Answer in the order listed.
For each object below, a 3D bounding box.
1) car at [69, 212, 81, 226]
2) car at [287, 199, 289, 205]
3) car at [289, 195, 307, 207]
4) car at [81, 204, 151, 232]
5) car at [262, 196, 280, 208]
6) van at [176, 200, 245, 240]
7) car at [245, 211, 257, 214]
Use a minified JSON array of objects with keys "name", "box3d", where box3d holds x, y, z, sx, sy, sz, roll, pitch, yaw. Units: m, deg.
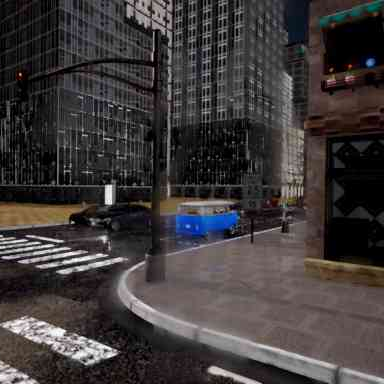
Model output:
[{"name":"car","box3d":[-5.933,1.467,21.864,1.947,1.339,4.313,1,1,36]},{"name":"car","box3d":[16.463,1.363,53.250,1.752,1.417,4.829,1,1,36]},{"name":"car","box3d":[16.336,1.255,48.437,2.097,1.767,4.553,1,1,36]},{"name":"car","box3d":[-3.995,1.466,20.115,1.812,1.442,4.674,1,1,37]},{"name":"car","box3d":[10.135,1.293,44.380,1.967,1.590,4.097,1,1,36]},{"name":"van","box3d":[0.891,1.368,16.993,1.690,1.788,3.998,1,1,36]},{"name":"car","box3d":[4.679,1.476,32.270,1.994,1.385,4.181,1,1,36]}]
